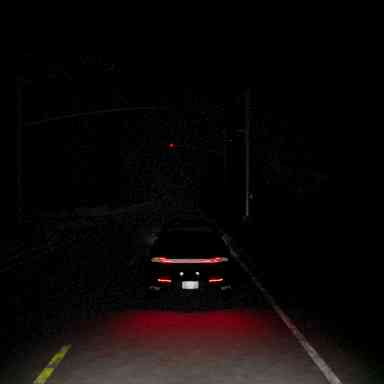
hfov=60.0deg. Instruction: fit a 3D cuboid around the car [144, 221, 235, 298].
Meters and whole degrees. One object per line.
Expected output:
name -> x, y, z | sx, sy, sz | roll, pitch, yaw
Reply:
car -> -0.071, 1.492, 8.530 | 2.128, 1.511, 4.902 | 0, 0, -1
